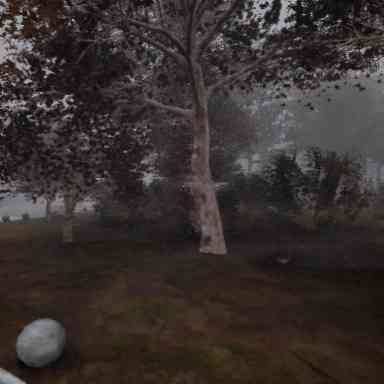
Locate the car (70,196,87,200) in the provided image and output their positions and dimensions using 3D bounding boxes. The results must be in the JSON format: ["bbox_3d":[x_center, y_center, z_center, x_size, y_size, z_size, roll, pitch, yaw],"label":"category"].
[{"bbox_3d":[-19.678,0.882,60.708,1.946,1.575,5.366,-1,3,32],"label":"car"}]
